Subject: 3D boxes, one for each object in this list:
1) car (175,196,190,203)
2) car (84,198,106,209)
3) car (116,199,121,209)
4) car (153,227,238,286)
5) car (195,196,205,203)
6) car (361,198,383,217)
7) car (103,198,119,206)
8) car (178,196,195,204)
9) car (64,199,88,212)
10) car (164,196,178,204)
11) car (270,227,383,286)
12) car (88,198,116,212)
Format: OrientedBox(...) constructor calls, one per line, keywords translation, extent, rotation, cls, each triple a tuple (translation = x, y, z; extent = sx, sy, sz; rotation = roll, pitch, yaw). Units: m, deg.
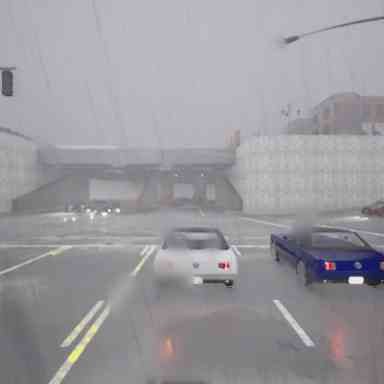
OrientedBox(translation=(-2.387, 1.892, 83.477), extent=(1.882, 1.535, 5.008), rotation=(0, 0, 24), cls="car")
OrientedBox(translation=(-15.002, 1.749, 51.930), extent=(2.128, 1.511, 4.902), rotation=(0, 0, -1), cls="car")
OrientedBox(translation=(-11.480, 1.816, 50.707), extent=(1.994, 1.385, 4.181), rotation=(0, 0, -2), cls="car")
OrientedBox(translation=(0.092, 1.649, 9.470), extent=(1.895, 1.301, 4.718), rotation=(0, 0, 0), cls="car")
OrientedBox(translation=(1.414, 1.770, 83.512), extent=(2.097, 1.767, 4.553), rotation=(0, 0, 28), cls="car")
OrientedBox(translation=(15.815, 1.105, 26.511), extent=(4.181, 1.385, 1.994), rotation=(-7, 0, 0), cls="car")
OrientedBox(translation=(-15.210, 1.913, 62.948), extent=(1.895, 1.301, 4.718), rotation=(0, 0, -1), cls="car")
OrientedBox(translation=(-1.241, 1.890, 73.507), extent=(2.128, 1.511, 4.902), rotation=(0, 0, 6), cls="car")
OrientedBox(translation=(-14.783, 1.703, 42.653), extent=(2.128, 1.511, 4.902), rotation=(0, 0, -1), cls="car")
OrientedBox(translation=(-4.742, 1.720, 73.612), extent=(2.097, 1.767, 4.553), rotation=(0, 0, 6), cls="car")
OrientedBox(translation=(3.592, 1.649, 9.473), extent=(1.895, 1.301, 4.718), rotation=(0, 0, 0), cls="car")
OrientedBox(translation=(-11.267, 1.734, 42.029), extent=(1.812, 1.442, 4.674), rotation=(0, 0, -1), cls="car")
